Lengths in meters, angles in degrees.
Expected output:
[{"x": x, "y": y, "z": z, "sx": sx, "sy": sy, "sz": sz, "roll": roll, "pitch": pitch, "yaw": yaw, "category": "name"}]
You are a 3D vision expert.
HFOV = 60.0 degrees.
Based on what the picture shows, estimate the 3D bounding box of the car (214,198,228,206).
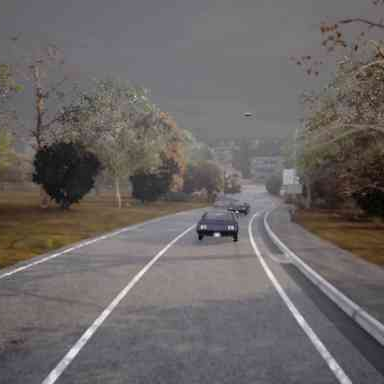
[{"x": 4.255, "y": 1.513, "z": 44.675, "sx": 1.895, "sy": 1.301, "sz": 4.718, "roll": 2, "pitch": 0, "yaw": 18, "category": "car"}]

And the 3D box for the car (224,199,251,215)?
[{"x": 4.851, "y": 1.595, "z": 33.639, "sx": 1.895, "sy": 1.301, "sz": 4.718, "roll": 1, "pitch": 0, "yaw": 15, "category": "car"}]

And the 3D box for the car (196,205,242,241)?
[{"x": 1.410, "y": 1.583, "z": 16.797, "sx": 1.895, "sy": 1.301, "sz": 4.718, "roll": 1, "pitch": 0, "yaw": 8, "category": "car"}]
